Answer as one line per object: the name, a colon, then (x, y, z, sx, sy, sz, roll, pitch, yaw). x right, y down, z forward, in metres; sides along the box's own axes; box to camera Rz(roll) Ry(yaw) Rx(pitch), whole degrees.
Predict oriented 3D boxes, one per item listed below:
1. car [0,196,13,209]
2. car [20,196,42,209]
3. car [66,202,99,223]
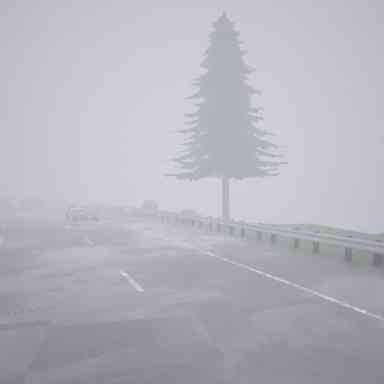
car: (-26.019, 1.352, 45.275, 2.097, 1.767, 4.553, 0, 0, -43)
car: (-22.489, 1.352, 46.339, 2.097, 1.767, 4.553, 0, 0, -37)
car: (-8.575, 1.525, 26.006, 1.812, 1.442, 4.674, 0, 0, -30)
